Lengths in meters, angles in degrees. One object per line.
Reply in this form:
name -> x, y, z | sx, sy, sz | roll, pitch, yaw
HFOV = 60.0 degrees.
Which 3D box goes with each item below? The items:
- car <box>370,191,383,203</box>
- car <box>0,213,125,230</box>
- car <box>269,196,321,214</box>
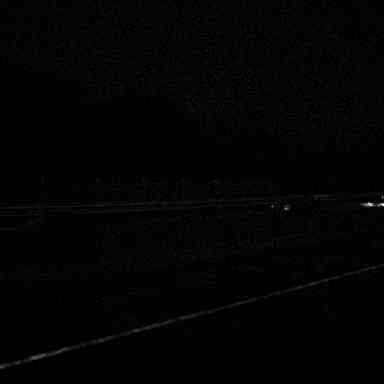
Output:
car -> 27.132, 0.612, 46.972 | 4.553, 1.767, 2.097 | -2, 1, -36
car -> -5.239, 1.540, 13.136 | 5.357, 1.411, 2.033 | 0, 0, -35
car -> 8.312, 1.171, 26.822 | 4.553, 1.767, 2.097 | -1, 1, -34
